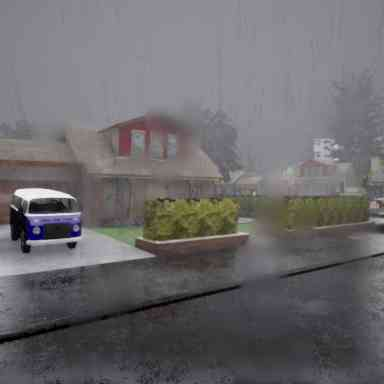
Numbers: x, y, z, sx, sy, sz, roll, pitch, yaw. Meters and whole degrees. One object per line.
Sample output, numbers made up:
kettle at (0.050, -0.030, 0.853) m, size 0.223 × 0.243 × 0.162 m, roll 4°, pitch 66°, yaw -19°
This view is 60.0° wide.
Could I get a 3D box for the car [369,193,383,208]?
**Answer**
car at (23.743, 0.986, 40.873) m, size 3.866 × 1.878 × 1.905 m, roll 0°, pitch 0°, yaw -1°
